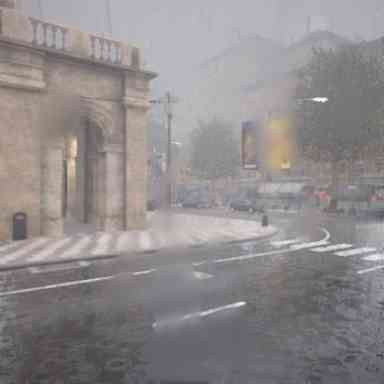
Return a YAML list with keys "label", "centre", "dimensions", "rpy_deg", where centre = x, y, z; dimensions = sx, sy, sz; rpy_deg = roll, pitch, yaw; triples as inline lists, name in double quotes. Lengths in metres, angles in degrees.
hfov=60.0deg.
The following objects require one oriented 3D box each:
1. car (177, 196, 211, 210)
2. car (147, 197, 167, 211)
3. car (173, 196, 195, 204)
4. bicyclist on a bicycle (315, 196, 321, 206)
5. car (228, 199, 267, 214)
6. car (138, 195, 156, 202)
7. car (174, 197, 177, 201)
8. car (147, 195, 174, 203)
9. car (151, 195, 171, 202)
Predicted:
- label: "car"
  centre: [0.611, 1.564, 44.419]
  dimensions: [2.128, 1.511, 4.902]
  rpy_deg: [0, 0, -35]
- label: "car"
  centre: [-5.246, 1.649, 41.186]
  dimensions: [1.895, 1.301, 4.718]
  rpy_deg: [0, 0, -35]
- label: "car"
  centre: [-1.616, 1.596, 67.730]
  dimensions: [2.128, 1.511, 4.902]
  rpy_deg: [0, 0, -35]
- label: "bicyclist on a bicycle"
  centre: [19.479, 1.426, 51.462]
  dimensions: [1.656, 1.620, 0.582]
  rpy_deg: [0, 0, -35]
- label: "car"
  centre: [6.074, 1.577, 36.659]
  dimensions: [1.837, 1.490, 4.892]
  rpy_deg: [0, 0, -35]
- label: "car"
  centre: [-9.997, 1.453, 73.554]
  dimensions: [2.128, 1.511, 4.902]
  rpy_deg: [0, 0, -35]
- label: "car"
  centre: [-4.718, 1.600, 66.056]
  dimensions: [1.837, 1.490, 4.892]
  rpy_deg: [0, 0, -35]
- label: "car"
  centre: [-5.271, 1.425, 52.793]
  dimensions: [2.097, 1.767, 4.553]
  rpy_deg: [0, 0, -35]
- label: "car"
  centre: [-7.135, 1.477, 75.569]
  dimensions: [2.033, 1.411, 5.357]
  rpy_deg: [0, 0, -35]
